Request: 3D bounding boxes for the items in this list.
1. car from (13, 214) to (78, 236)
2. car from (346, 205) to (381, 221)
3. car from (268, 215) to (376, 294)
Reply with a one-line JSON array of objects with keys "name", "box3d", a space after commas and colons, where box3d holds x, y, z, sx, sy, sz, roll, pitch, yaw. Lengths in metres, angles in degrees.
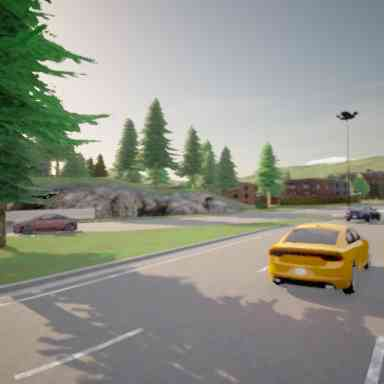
[{"name": "car", "box3d": [-10.195, 2.226, 23.353, 4.181, 1.385, 1.994, 0, -1, -27]}, {"name": "car", "box3d": [15.273, 1.912, 29.611, 1.812, 1.442, 4.674, -2, -2, 45]}, {"name": "car", "box3d": [3.786, 1.624, 9.411, 1.882, 1.535, 5.008, -2, -1, 34]}]
